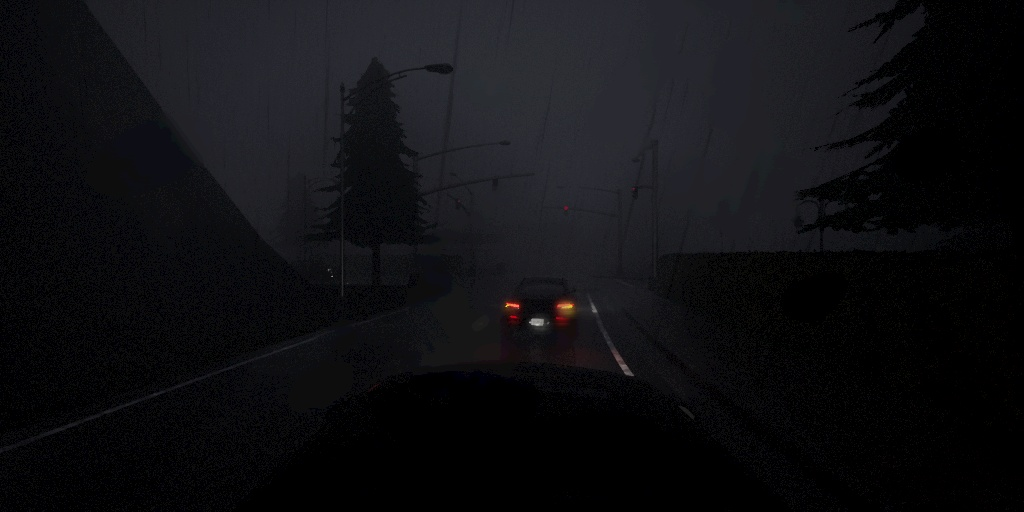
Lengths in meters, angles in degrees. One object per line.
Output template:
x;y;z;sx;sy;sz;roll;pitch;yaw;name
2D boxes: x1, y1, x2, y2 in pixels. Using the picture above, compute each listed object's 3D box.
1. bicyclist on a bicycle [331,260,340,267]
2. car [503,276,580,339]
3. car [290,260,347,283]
-17.361;1.203;35.377;0.582;1.620;1.656;0;0;8;bicyclist on a bicycle
0.921;1.276;10.097;1.812;1.442;4.674;0;0;9;car
-15.341;1.102;27.955;4.553;1.767;2.097;0;0;9;car
